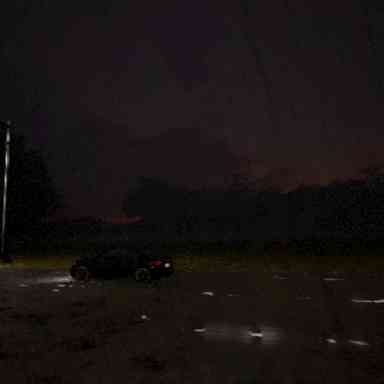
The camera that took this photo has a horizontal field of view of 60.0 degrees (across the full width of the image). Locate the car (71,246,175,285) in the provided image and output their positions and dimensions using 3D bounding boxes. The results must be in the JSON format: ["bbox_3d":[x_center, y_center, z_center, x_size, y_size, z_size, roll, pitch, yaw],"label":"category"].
[{"bbox_3d":[-2.818,2.924,13.648,4.181,1.385,1.994,-3,-7,20],"label":"car"}]
